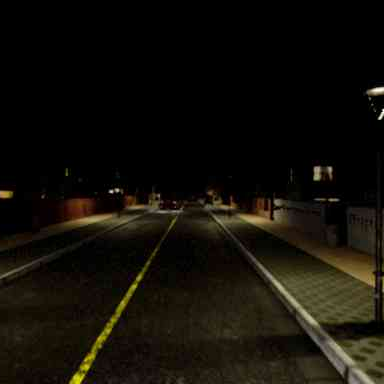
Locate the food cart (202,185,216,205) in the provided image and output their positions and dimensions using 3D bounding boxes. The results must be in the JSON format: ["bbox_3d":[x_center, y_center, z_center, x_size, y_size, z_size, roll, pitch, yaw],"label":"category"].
[{"bbox_3d":[3.007,0.468,61.387,2.280,3.560,4.660,1,1,0],"label":"food cart"}]

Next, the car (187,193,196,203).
[{"bbox_3d":[-0.048,1.513,68.743,2.033,1.411,5.357,0,0,0],"label":"car"}]

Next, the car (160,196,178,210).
[{"bbox_3d":[-2.868,1.356,42.169,2.097,1.767,4.553,0,0,0],"label":"car"}]
